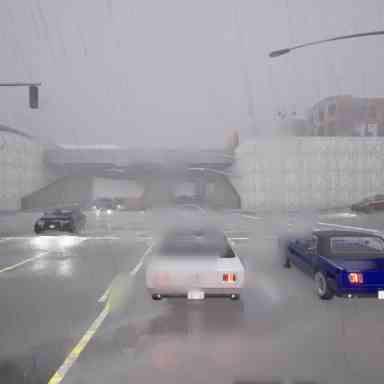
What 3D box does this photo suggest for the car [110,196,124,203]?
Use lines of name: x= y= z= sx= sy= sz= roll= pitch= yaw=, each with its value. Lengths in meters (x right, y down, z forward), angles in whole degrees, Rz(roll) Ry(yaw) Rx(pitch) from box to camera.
car: x=-15.176 y=1.597 z=67.596 sx=1.895 sy=1.301 sz=4.718 roll=0 pitch=0 yaw=-1

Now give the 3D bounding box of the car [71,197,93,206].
car: x=-14.735 y=1.492 z=44.584 sx=2.128 sy=1.511 sz=4.902 roll=0 pitch=0 yaw=-1

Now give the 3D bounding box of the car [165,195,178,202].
car: x=-4.660 y=1.355 z=75.532 sx=2.097 sy=1.767 sz=4.553 roll=0 pitch=0 yaw=6

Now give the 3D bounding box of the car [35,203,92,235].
car: x=-7.286 y=1.564 z=18.878 sx=1.994 sy=1.385 sz=4.181 roll=0 pitch=0 yaw=-6

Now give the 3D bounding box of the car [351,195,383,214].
car: x=15.847 y=0.973 z=28.407 sx=4.181 sy=1.385 sz=1.994 roll=-7 pitch=0 yaw=0

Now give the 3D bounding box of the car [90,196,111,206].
car: x=-14.962 y=1.492 z=54.745 sx=2.128 sy=1.511 sz=4.902 roll=0 pitch=0 yaw=-1

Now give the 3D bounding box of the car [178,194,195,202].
car: x=-1.159 y=1.525 z=75.425 sx=2.128 sy=1.511 sz=4.902 roll=0 pitch=0 yaw=6

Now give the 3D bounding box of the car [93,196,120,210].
car: x=-11.219 y=1.526 z=43.956 sx=1.812 sy=1.442 sz=4.674 roll=0 pitch=0 yaw=-1

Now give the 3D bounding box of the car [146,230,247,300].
car: x=0.091 y=1.601 z=8.315 sx=1.895 sy=1.301 sz=4.718 roll=0 pitch=0 yaw=0

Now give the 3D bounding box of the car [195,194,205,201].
car: x=1.506 y=1.355 z=85.426 sx=2.097 sy=1.767 sz=4.553 roll=0 pitch=0 yaw=28

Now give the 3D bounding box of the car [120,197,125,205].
car: x=-11.485 y=1.563 z=55.826 sx=1.994 sy=1.385 sz=4.181 roll=0 pitch=0 yaw=-1

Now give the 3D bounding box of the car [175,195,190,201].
car: x=-2.295 y=1.478 z=85.395 sx=1.882 sy=1.535 sz=5.008 roll=0 pitch=0 yaw=24

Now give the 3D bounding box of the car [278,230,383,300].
car: x=3.591 y=1.601 z=8.321 sx=1.895 sy=1.301 sz=4.718 roll=0 pitch=0 yaw=0
